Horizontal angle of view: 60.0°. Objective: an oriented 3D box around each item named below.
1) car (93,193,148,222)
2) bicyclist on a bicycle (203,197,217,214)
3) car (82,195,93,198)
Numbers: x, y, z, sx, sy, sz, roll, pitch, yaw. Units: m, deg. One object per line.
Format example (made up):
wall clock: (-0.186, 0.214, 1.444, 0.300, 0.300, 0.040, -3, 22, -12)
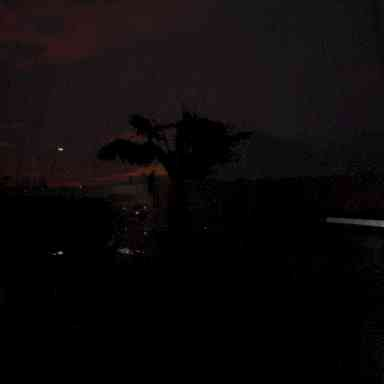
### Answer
car: (-5.531, 1.142, 26.106, 2.150, 2.045, 5.566, -1, 0, -36)
bicyclist on a bicycle: (1.538, 1.063, 30.293, 1.656, 1.620, 0.582, -37, 20, -30)
car: (-14.823, 1.239, 46.332, 2.097, 1.767, 4.553, -1, 0, -36)
